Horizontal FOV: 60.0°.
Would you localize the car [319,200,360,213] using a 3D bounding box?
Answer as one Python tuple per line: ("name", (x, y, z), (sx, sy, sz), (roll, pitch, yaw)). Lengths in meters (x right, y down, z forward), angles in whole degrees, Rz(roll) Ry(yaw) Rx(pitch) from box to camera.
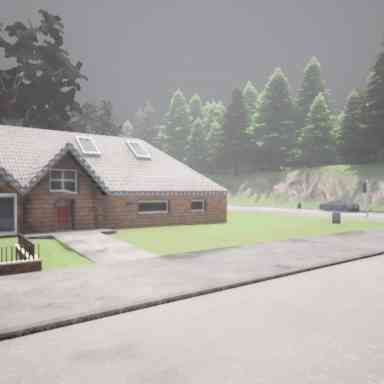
("car", (16.418, 1.556, 37.219), (1.994, 1.385, 4.181), (0, 0, -35))
